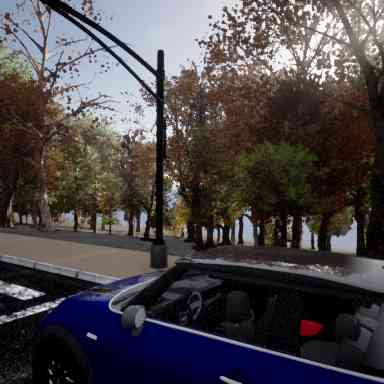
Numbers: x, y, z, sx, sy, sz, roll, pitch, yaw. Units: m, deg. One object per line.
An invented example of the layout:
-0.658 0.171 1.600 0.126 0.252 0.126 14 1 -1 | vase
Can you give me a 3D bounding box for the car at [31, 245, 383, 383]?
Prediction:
0.418 1.352 3.358 4.553 1.767 2.097 0 0 34 | car
